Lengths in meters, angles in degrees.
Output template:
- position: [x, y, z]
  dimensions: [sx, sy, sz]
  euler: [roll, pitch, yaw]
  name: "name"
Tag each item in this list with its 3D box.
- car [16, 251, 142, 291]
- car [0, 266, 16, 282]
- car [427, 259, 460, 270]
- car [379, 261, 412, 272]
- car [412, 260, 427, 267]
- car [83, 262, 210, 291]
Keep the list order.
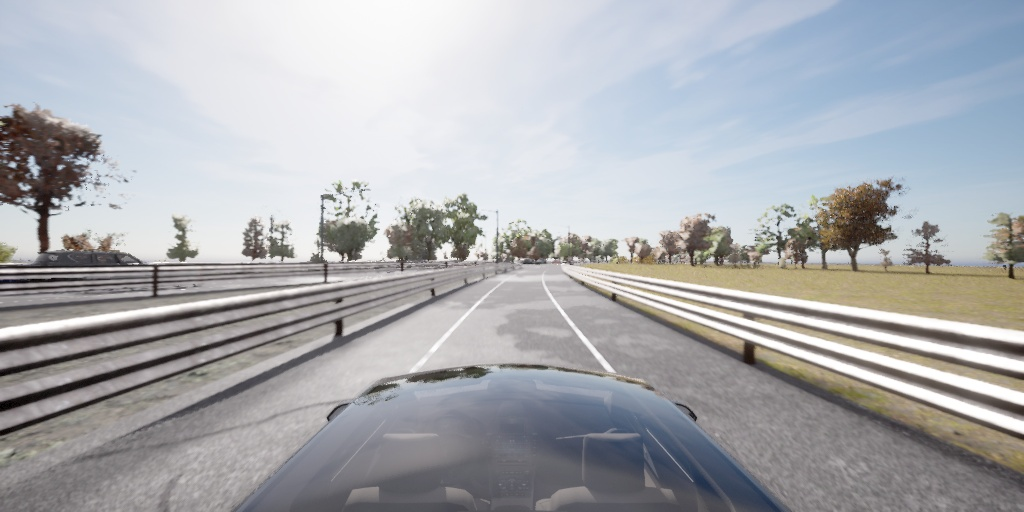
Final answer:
- position: [-22.970, 0.784, 20.388]
  dimensions: [2.150, 2.045, 5.566]
  euler: [0, -1, 13]
  name: "car"
- position: [-26.415, 1.054, 21.012]
  dimensions: [1.882, 1.535, 5.008]
  euler: [0, -1, 13]
  name: "car"
- position: [-10.451, 1.532, 55.307]
  dimensions: [2.033, 1.411, 5.357]
  euler: [0, -1, 16]
  name: "car"
- position: [-15.957, 1.396, 48.453]
  dimensions: [1.837, 1.490, 4.892]
  euler: [0, -1, 15]
  name: "car"
- position: [-15.651, 1.417, 62.645]
  dimensions: [2.097, 1.767, 4.553]
  euler: [0, -1, 16]
  name: "car"
- position: [-19.558, 1.169, 19.749]
  dimensions: [1.895, 1.301, 4.718]
  euler: [0, -1, 13]
  name: "car"
